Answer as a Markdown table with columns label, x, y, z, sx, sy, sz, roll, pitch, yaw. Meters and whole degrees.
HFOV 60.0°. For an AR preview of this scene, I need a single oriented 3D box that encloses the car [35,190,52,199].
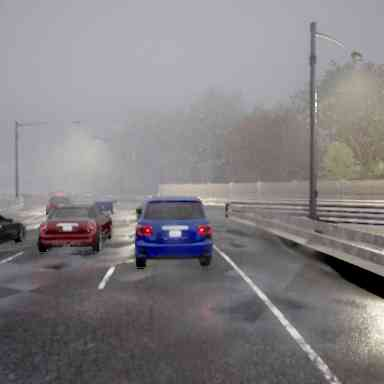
| label | x | y | z | sx | sy | sz | roll | pitch | yaw |
| --- | --- | --- | --- | --- | --- | --- | --- | --- | --- |
| car | -34.243 | 0.589 | 75.123 | 4.553 | 1.767 | 2.097 | 0 | 1 | 44 |

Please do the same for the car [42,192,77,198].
| label | x | y | z | sx | sy | sz | roll | pitch | yaw |
| --- | --- | --- | --- | --- | --- | --- | --- | --- | --- |
| car | -11.613 | 1.102 | 29.527 | 2.097 | 1.767 | 4.553 | 0 | 1 | -16 |

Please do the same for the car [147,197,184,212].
| label | x | y | z | sx | sy | sz | roll | pitch | yaw |
| --- | --- | --- | --- | --- | --- | --- | --- | --- | --- |
| car | -2.794 | 1.237 | 34.379 | 1.994 | 1.385 | 4.181 | -1 | 1 | -35 |

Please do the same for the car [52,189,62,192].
| label | x | y | z | sx | sy | sz | roll | pitch | yaw |
| --- | --- | --- | --- | --- | --- | --- | --- | --- | --- |
| car | -31.769 | 0.429 | 77.596 | 5.566 | 2.045 | 2.150 | 0 | 1 | 44 |

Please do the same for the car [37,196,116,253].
| label | x | y | z | sx | sy | sz | roll | pitch | yaw |
| --- | --- | --- | --- | --- | --- | --- | --- | --- | --- |
| car | -4.489 | 1.236 | 13.406 | 2.097 | 1.767 | 4.553 | 0 | 1 | -7 |

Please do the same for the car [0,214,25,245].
| label | x | y | z | sx | sy | sz | roll | pitch | yaw |
| --- | --- | --- | --- | --- | --- | --- | --- | --- | --- |
| car | -7.854 | 1.428 | 12.315 | 1.812 | 1.442 | 4.674 | 0 | 0 | -6 |

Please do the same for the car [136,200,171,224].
| label | x | y | z | sx | sy | sz | roll | pitch | yaw |
| --- | --- | --- | --- | --- | --- | --- | --- | --- | --- |
| car | -2.864 | 1.345 | 23.782 | 1.994 | 1.385 | 4.181 | 0 | 1 | -13 |

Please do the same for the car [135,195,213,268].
| label | x | y | z | sx | sy | sz | roll | pitch | yaw |
| --- | --- | --- | --- | --- | --- | --- | --- | --- | --- |
| car | -0.679 | 1.119 | 11.111 | 2.150 | 2.045 | 5.566 | 0 | 1 | -5 |

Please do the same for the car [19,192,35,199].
| label | x | y | z | sx | sy | sz | roll | pitch | yaw |
| --- | --- | --- | --- | --- | --- | --- | --- | --- | --- |
| car | -36.781 | 0.763 | 72.714 | 4.892 | 1.490 | 1.837 | 0 | 1 | 44 |

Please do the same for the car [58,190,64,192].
| label | x | y | z | sx | sy | sz | roll | pitch | yaw |
| --- | --- | --- | --- | --- | --- | --- | --- | --- | --- |
| car | -26.468 | 0.917 | 71.665 | 2.128 | 1.511 | 4.902 | -1 | 1 | -40 |
